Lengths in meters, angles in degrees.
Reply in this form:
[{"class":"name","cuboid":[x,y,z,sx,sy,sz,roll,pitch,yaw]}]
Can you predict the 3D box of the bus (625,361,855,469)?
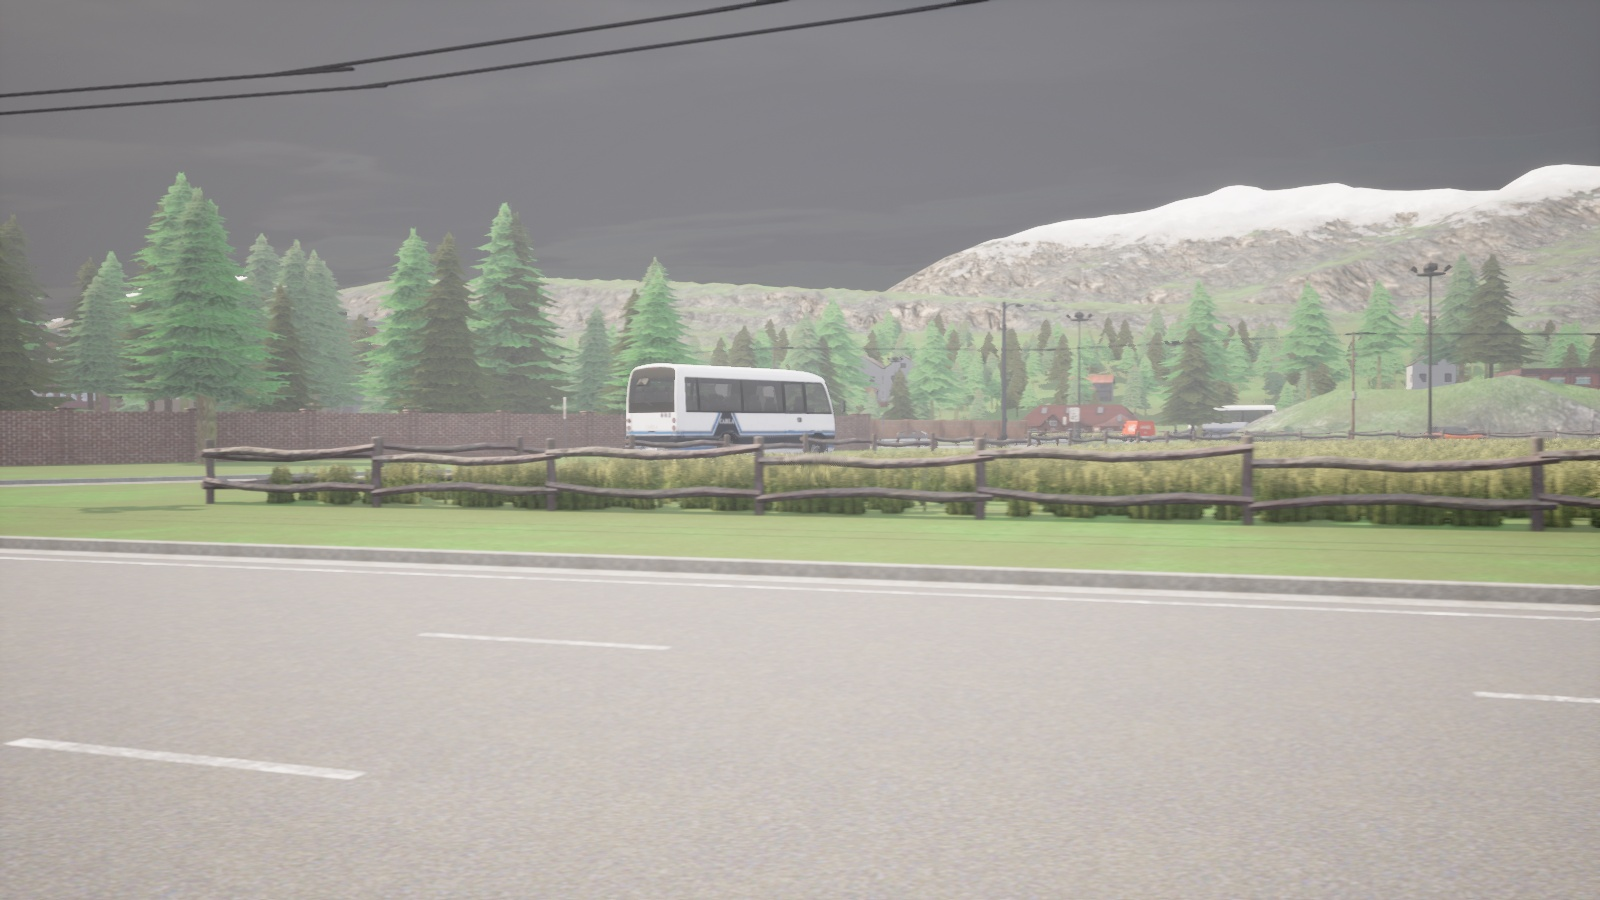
[{"class":"bus","cuboid":[-2.374,-1.434,54.606,3.944,4.253,10.273,1,1,41]}]
